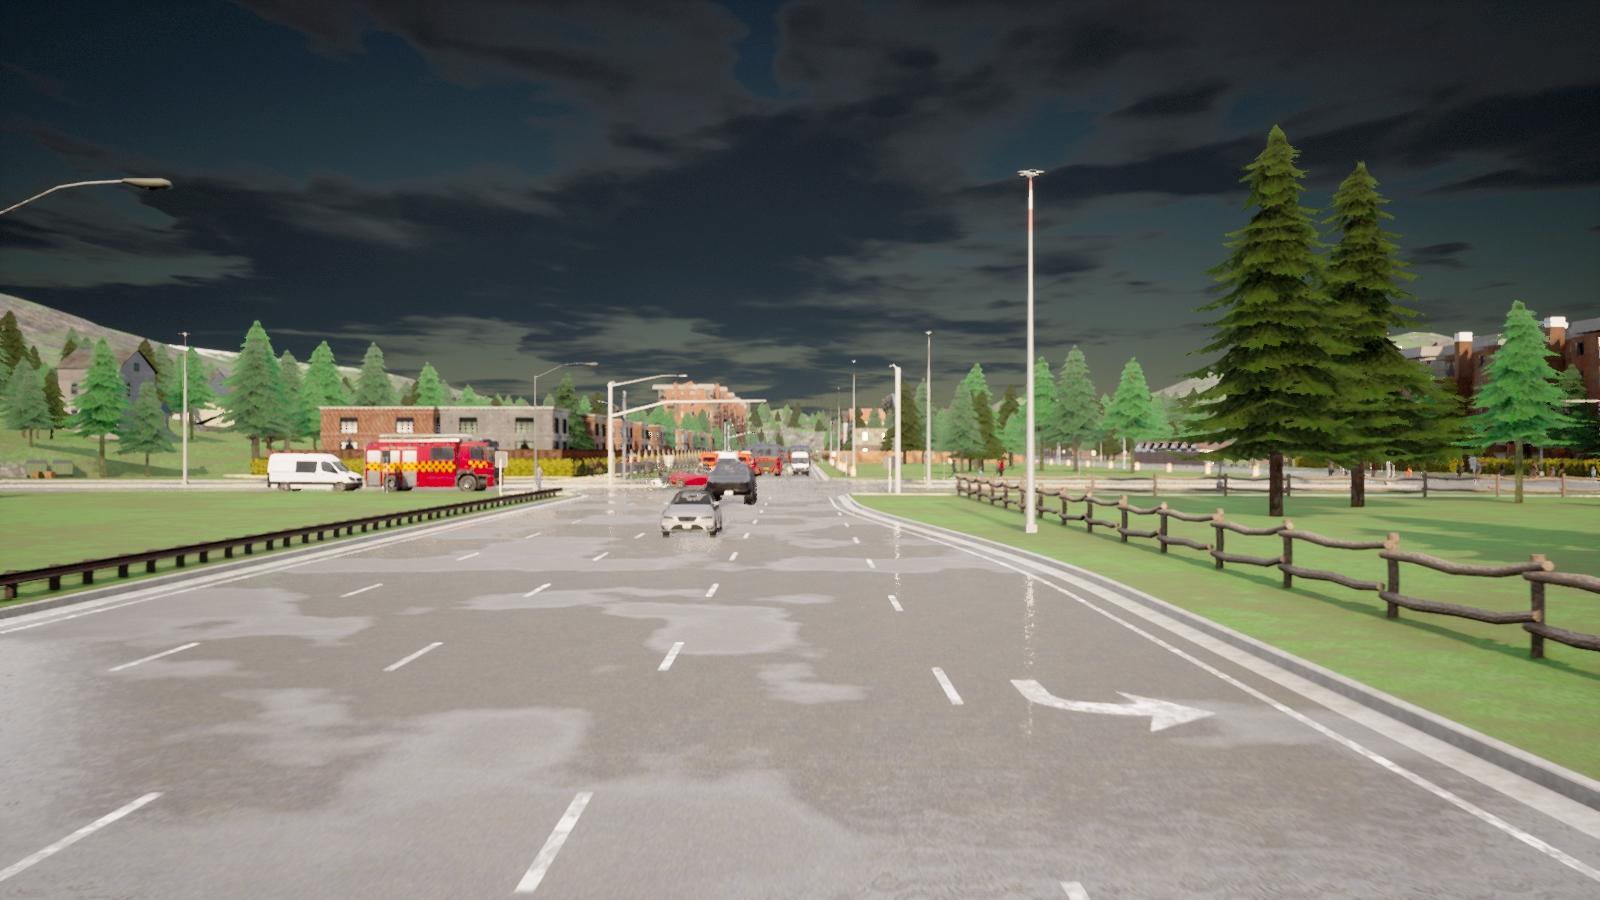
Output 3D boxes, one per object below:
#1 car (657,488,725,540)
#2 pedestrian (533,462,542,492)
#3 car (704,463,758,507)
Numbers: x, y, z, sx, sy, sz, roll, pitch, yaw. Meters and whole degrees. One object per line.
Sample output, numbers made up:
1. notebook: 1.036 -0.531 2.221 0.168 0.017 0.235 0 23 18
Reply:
1. car: -3.524 2.070 37.580 1.816 1.474 4.193 0 0 0
2. pedestrian: -16.655 1.705 72.504 0.375 1.860 0.375 0 0 18
3. car: -3.510 1.761 59.329 2.390 2.098 6.274 0 0 0
